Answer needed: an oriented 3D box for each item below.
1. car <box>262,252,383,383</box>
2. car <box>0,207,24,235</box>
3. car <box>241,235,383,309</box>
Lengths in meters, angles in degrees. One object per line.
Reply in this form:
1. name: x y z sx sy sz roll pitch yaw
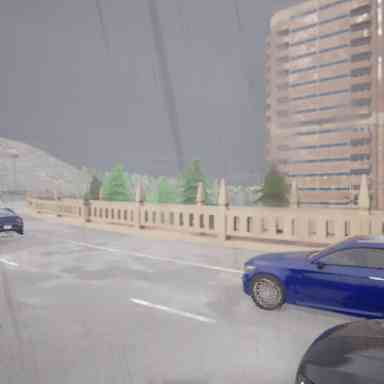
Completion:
1. car: 3.068 1.506 1.811 4.892 1.490 1.837 0 0 36
2. car: -10.470 1.526 17.724 1.812 1.442 4.674 0 0 -44
3. car: 3.176 1.526 6.054 4.674 1.442 1.812 0 0 36
